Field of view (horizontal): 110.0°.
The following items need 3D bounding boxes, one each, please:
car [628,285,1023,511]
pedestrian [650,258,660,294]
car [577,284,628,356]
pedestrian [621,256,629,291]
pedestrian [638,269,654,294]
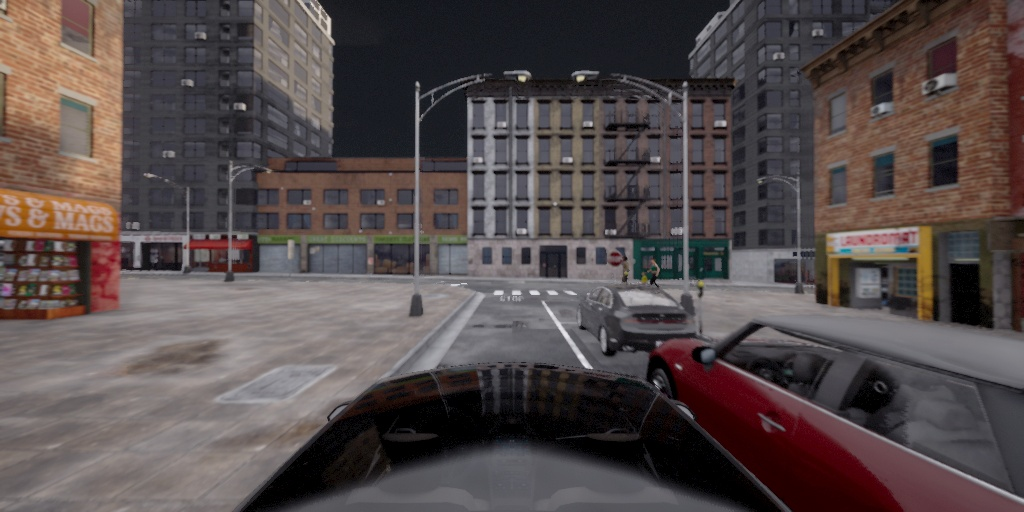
[{"bbox_3d":[2.638,1.194,2.939,1.967,1.591,4.097,0,0,0],"label":"car"},{"bbox_3d":[7.272,0.999,18.369,0.375,1.860,0.375,0,-1,0],"label":"pedestrian"},{"bbox_3d":[2.638,1.321,8.443,2.007,1.370,4.403,0,0,0],"label":"car"},{"bbox_3d":[5.989,0.940,18.969,0.375,1.860,0.375,0,-1,0],"label":"pedestrian"},{"bbox_3d":[6.573,1.324,17.765,0.500,1.100,0.500,0,-1,0],"label":"pedestrian"}]
